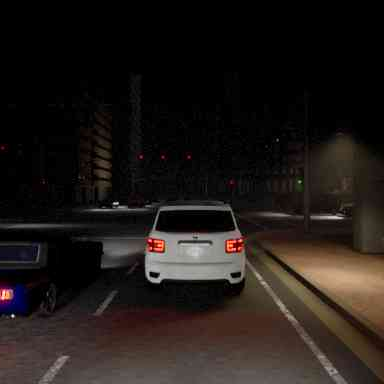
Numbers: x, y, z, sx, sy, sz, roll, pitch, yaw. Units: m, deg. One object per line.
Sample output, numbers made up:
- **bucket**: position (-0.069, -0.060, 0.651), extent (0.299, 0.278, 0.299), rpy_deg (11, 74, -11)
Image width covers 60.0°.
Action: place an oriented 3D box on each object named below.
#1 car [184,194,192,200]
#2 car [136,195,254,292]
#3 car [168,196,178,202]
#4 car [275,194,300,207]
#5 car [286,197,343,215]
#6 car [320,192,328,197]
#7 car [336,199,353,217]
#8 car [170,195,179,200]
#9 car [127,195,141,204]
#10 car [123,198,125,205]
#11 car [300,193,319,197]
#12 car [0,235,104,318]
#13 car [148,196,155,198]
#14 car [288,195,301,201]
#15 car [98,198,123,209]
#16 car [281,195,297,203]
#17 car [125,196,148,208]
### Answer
- **car**: position (-0.990, 1.303, 85.825), extent (1.882, 1.535, 5.008), rpy_deg (0, 0, 0)
- **car**: position (0.093, 1.221, 9.100), extent (2.150, 2.045, 5.566), rpy_deg (0, 0, 1)
- **car**: position (-4.453, 1.550, 77.656), extent (1.994, 1.385, 4.181), rpy_deg (0, 0, 0)
- **car**: position (13.236, 1.153, 47.125), extent (1.932, 1.855, 4.605), rpy_deg (0, 0, 0)
- **car**: position (12.294, 1.505, 32.896), extent (4.892, 1.490, 1.837), rpy_deg (0, 0, 0)
- **car**: position (30.148, 1.153, 79.707), extent (1.932, 1.855, 4.605), rpy_deg (0, 0, 0)
- **car**: position (15.449, 1.564, 29.361), extent (4.181, 1.385, 1.994), rpy_deg (0, 0, 1)
- **car**: position (-4.490, 1.378, 85.809), extent (1.994, 1.385, 4.181), rpy_deg (0, 0, 0)
- **car**: position (-11.426, 1.477, 66.206), extent (1.882, 1.535, 5.008), rpy_deg (0, 0, 0)
- **car**: position (-11.439, 1.601, 55.297), extent (1.895, 1.301, 4.718), rpy_deg (0, 0, 0)
- **car**: position (16.130, 1.156, 47.073), extent (1.905, 1.878, 3.866), rpy_deg (0, 0, 0)
- **car**: position (-3.420, 1.601, 7.348), extent (1.895, 1.301, 4.718), rpy_deg (0, 0, 1)
- **car**: position (-7.942, 1.504, 57.076), extent (1.837, 1.490, 4.892), rpy_deg (0, 0, 0)
- **car**: position (24.570, 1.395, 79.651), extent (1.970, 1.475, 3.806), rpy_deg (0, 0, 0)
- **car**: position (-11.407, 1.547, 45.705), extent (2.033, 1.411, 5.357), rpy_deg (0, 0, 0)
- **car**: position (18.817, 1.395, 64.543), extent (1.970, 1.475, 3.806), rpy_deg (0, 0, 0)
- **car**: position (-7.912, 1.477, 47.804), extent (1.882, 1.535, 5.008), rpy_deg (0, 0, 0)
